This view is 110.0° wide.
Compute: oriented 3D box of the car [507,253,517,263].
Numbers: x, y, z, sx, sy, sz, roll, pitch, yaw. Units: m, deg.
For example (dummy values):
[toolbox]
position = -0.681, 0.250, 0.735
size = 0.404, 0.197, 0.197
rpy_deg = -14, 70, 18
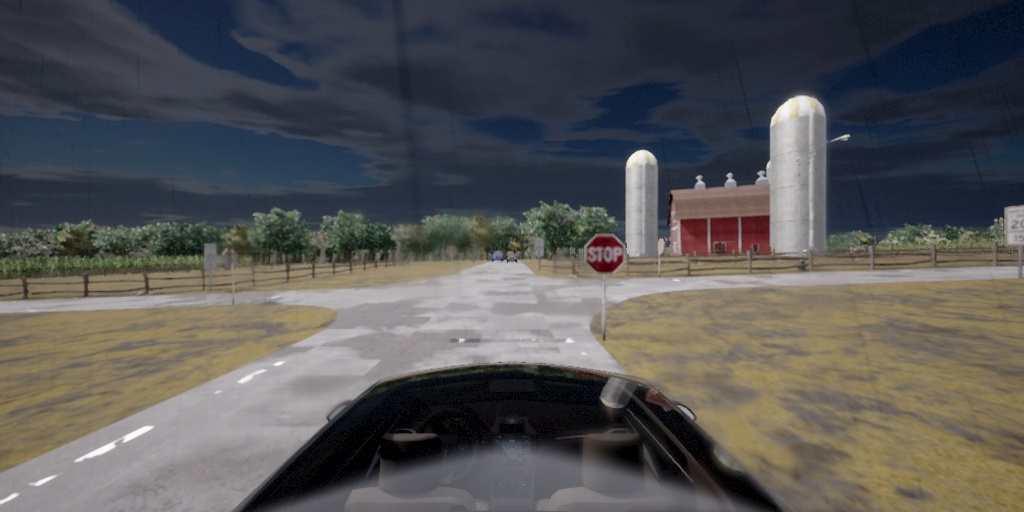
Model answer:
[car]
position = 0.000, 0.464, 64.078
size = 1.812, 1.442, 4.674
rpy_deg = 0, 0, 0
